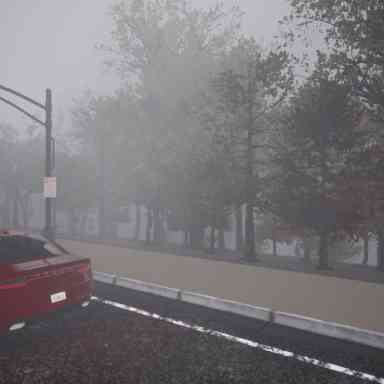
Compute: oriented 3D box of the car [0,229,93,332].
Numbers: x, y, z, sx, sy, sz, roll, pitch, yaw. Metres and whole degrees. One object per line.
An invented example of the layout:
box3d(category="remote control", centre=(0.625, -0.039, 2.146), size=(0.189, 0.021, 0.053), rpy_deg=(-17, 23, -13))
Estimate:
box3d(category="car", centre=(-4.086, 1.477, 6.598), size=(5.008, 1.535, 1.882), rpy_deg=(0, 0, 36))
